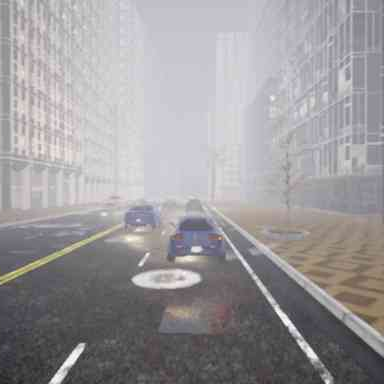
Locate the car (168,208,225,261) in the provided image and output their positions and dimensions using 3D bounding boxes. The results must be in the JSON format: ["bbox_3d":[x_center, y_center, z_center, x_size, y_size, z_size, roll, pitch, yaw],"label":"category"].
[{"bbox_3d":[0.138,1.523,12.156,1.812,1.442,4.674,0,0,0],"label":"car"}]

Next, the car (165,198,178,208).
[{"bbox_3d":[-2.979,1.511,46.018,2.128,1.511,4.902,0,0,0],"label":"car"}]

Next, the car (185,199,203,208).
[{"bbox_3d":[0.241,1.487,37.979,1.882,1.535,5.008,0,0,0],"label":"car"}]

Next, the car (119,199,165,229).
[{"bbox_3d":[-3.072,1.481,21.575,1.882,1.535,5.008,0,0,0],"label":"car"}]

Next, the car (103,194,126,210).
[{"bbox_3d":[-9.597,1.181,41.409,2.097,1.767,4.553,0,0,0],"label":"car"}]
